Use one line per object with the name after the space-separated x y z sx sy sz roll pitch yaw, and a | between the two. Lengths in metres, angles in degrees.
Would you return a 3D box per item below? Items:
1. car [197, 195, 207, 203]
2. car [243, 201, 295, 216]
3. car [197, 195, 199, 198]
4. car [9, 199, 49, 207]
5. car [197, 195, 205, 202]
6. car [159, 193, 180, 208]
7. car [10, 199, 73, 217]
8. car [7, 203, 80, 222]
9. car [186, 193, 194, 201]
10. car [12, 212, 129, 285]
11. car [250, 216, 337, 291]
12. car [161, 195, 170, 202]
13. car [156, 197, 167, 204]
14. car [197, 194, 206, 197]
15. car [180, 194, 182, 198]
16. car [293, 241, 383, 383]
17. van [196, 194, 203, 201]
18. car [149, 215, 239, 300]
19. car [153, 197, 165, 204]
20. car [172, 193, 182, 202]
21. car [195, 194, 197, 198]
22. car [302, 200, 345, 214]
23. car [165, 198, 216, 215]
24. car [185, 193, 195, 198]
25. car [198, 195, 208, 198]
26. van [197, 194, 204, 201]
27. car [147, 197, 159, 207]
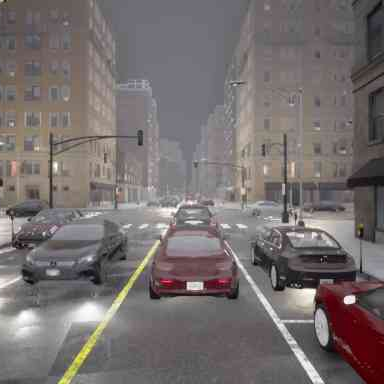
2.189 1.541 74.715 1.967 1.590 4.097 0 0 -1 | car
7.033 1.555 30.401 4.674 1.442 1.812 0 0 0 | car
2.377 1.623 58.194 1.947 1.339 4.313 0 0 -1 | car
-12.503 1.448 27.009 4.674 1.442 1.812 0 0 0 | car
2.127 1.560 80.221 1.967 1.590 4.097 0 0 -1 | car
-3.263 1.391 48.479 2.097 1.767 4.553 0 0 -1 | car
-13.631 1.448 30.249 4.892 1.490 1.837 0 0 0 | car
-5.877 1.445 14.233 1.967 1.590 4.097 0 0 0 | car
-0.657 1.384 90.133 2.150 2.045 5.566 0 0 -1 | car
-3.053 1.529 9.682 1.812 1.442 4.674 0 0 1 | car
2.658 1.553 8.761 2.008 1.369 4.403 0 0 0 | car
-6.398 1.559 80.133 1.967 1.590 4.097 0 0 -1 | car
-6.273 1.666 69.117 1.802 1.307 4.206 0 0 -1 | car
2.313 1.595 63.871 1.752 1.417 4.829 0 0 -1 | car
-3.420 1.604 67.280 1.812 1.442 4.674 0 0 0 | car
2.669 1.545 3.270 1.887 1.381 4.507 0 0 0 | car
2.002 1.504 91.236 1.690 1.788 3.998 0 0 -1 | van
0.020 1.528 8.299 1.812 1.442 4.674 0 0 -1 | car
-6.210 1.614 63.610 1.887 1.381 4.507 0 0 -1 | car
-3.518 1.337 77.811 2.150 2.045 5.566 0 0 -1 | car
2.253 1.399 69.208 2.192 1.841 5.009 0 0 -1 | car
14.640 1.648 37.173 4.674 1.442 1.812 0 0 1 | car
0.068 1.358 15.603 2.097 1.767 4.553 0 0 0 | car
-0.535 1.342 79.415 2.150 2.045 5.566 0 0 -1 | car
2.440 1.590 52.687 1.887 1.381 4.507 0 0 -1 | car
2.065 1.482 85.729 1.690 1.788 3.998 0 0 -1 | van
-6.085 1.596 52.594 2.008 1.369 4.403 0 0 -1 | car
